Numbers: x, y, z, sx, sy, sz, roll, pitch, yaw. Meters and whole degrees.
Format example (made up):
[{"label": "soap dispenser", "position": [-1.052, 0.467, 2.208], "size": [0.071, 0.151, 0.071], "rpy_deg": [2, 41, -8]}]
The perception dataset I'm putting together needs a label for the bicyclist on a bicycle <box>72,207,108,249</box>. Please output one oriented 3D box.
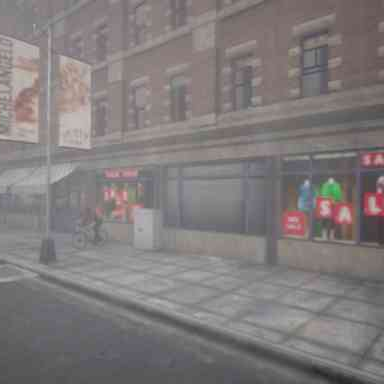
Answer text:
[{"label": "bicyclist on a bicycle", "position": [-3.994, 1.406, 13.148], "size": [0.582, 1.620, 1.656], "rpy_deg": [0, 0, 40]}]
